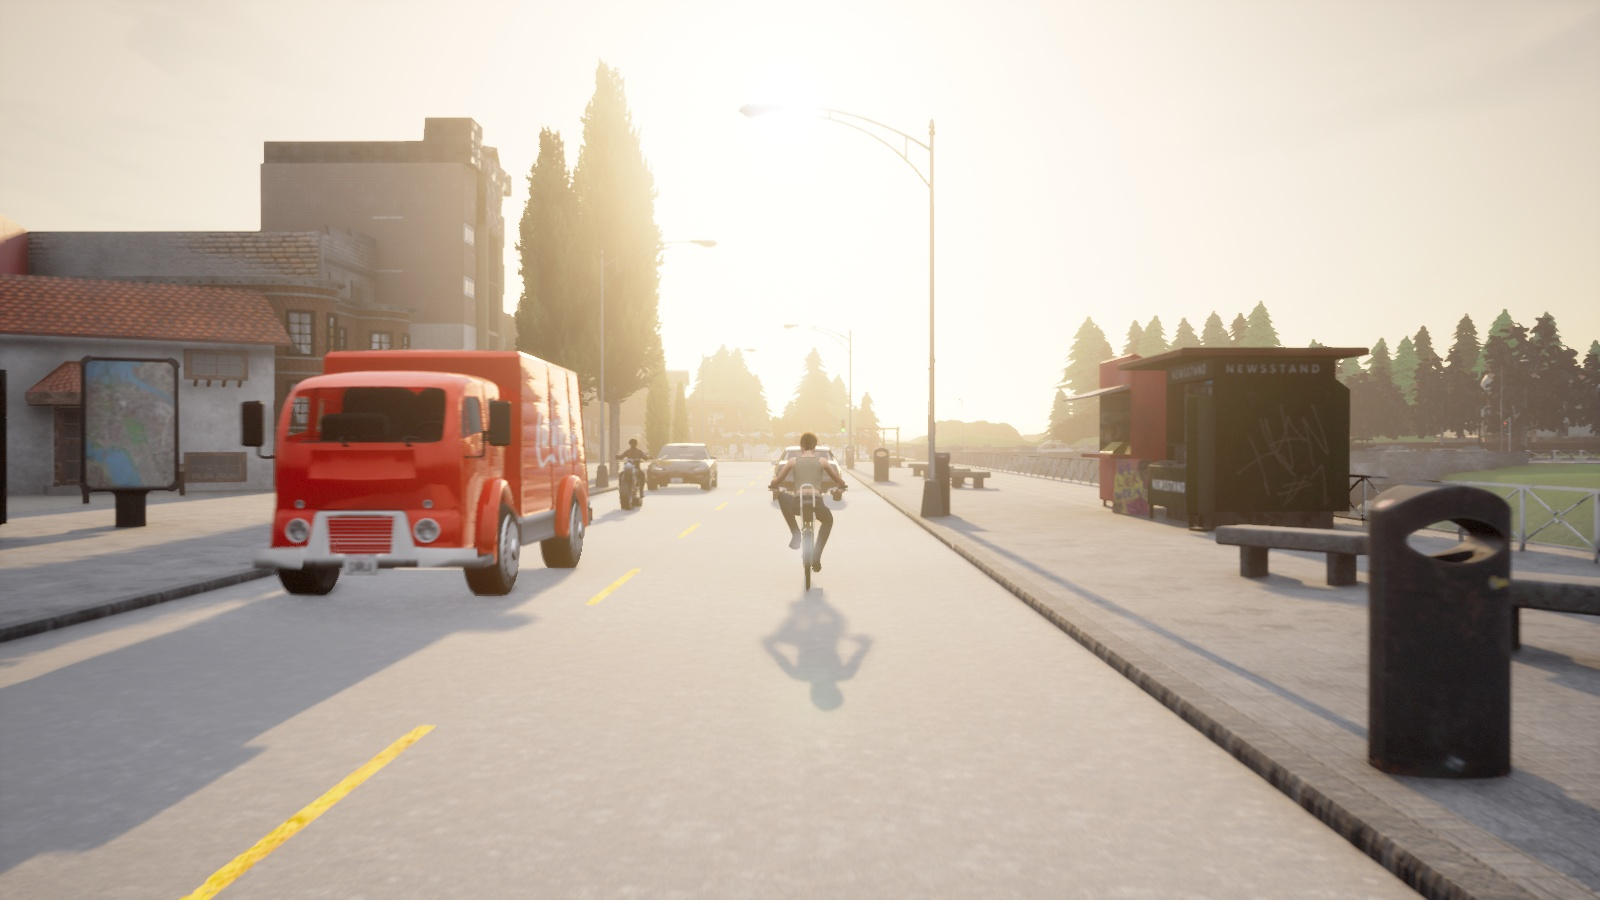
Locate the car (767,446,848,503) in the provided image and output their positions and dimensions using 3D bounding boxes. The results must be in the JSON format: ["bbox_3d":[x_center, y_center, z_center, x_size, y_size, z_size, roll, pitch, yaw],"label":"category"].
[{"bbox_3d":[0.203,0.601,34.150,2.033,1.411,5.357,0,0,0],"label":"car"}]

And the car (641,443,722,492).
[{"bbox_3d":[-3.761,0.514,40.644,2.163,1.488,4.792,0,0,0],"label":"car"}]

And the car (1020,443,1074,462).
[{"bbox_3d":[19.086,0.178,97.206,3.806,1.475,1.970,0,0,0],"label":"car"}]

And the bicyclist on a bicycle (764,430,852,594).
[{"bbox_3d":[0.083,0.609,13.151,0.866,1.612,1.509,0,0,1],"label":"bicyclist on a bicycle"}]

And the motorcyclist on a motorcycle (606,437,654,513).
[{"bbox_3d":[-3.828,0.533,28.446,0.766,1.649,2.350,0,0,0],"label":"motorcyclist on a motorcycle"}]

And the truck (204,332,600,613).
[{"bbox_3d":[-3.909,0.180,13.631,2.627,2.467,5.204,0,0,0],"label":"truck"}]
